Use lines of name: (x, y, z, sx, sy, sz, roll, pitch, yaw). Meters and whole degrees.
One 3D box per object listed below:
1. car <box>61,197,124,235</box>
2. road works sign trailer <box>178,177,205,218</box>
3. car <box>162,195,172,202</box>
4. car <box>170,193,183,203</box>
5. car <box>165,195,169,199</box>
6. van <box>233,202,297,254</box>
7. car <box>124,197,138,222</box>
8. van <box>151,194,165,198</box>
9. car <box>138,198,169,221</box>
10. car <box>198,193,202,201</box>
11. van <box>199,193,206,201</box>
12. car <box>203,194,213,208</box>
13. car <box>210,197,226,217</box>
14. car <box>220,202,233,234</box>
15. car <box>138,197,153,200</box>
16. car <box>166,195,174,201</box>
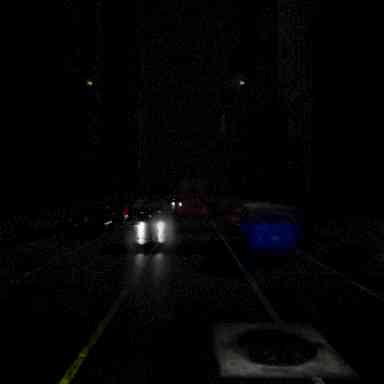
car: (-5.671, 1.302, 18.930, 2.192, 1.841, 5.009, 0, 0, 0)
road works sign trailer: (-0.008, 0.434, 29.502, 2.380, 3.560, 2.880, 0, 0, 0)
car: (-5.687, 1.487, 75.318, 1.887, 1.381, 4.507, 0, 0, 0)
car: (-3.019, 1.438, 68.315, 1.837, 1.490, 4.892, 0, 0, 0)
car: (-5.682, 1.500, 58.401, 1.947, 1.339, 4.313, 0, 0, 0)
van: (2.856, 1.335, 13.270, 1.690, 1.788, 3.998, 0, 0, 0)
car: (-5.673, 1.294, 24.570, 2.192, 1.841, 5.009, 0, 0, 0)
van: (-5.679, 1.278, 52.762, 1.690, 1.788, 3.998, 0, 0, 0)
car: (-3.107, 1.500, 26.945, 1.812, 1.442, 4.674, 0, 0, 0)
car: (2.842, 1.251, 64.029, 2.192, 1.841, 5.009, 0, 0, 0)
van: (2.836, 1.290, 86.587, 1.690, 1.788, 3.998, 0, 0, 0)
car: (2.847, 1.381, 47.111, 1.967, 1.590, 4.097, 0, 0, 0)
car: (2.858, 1.493, 30.395, 1.752, 1.417, 4.829, 0, 0, 1)
car: (2.855, 1.512, 19.082, 1.752, 1.417, 4.829, 0, 0, 0)
car: (-5.676, 1.484, 35.638, 1.752, 1.417, 4.829, 0, 0, 1)
car: (-5.690, 1.531, 86.597, 1.802, 1.307, 4.206, 0, 0, 0)
